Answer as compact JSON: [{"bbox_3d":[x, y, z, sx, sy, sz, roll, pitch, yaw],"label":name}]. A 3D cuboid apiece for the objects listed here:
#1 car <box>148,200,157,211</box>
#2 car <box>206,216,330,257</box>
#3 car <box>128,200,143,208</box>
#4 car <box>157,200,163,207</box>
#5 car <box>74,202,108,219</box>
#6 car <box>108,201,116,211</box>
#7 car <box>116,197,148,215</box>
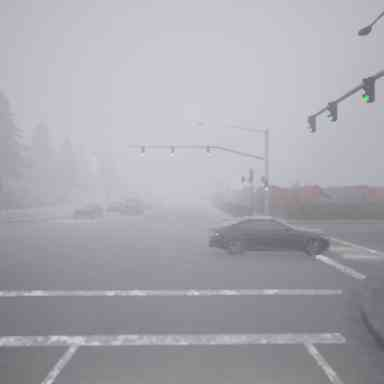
[{"bbox_3d":[-7.049,2.055,51.458,1.882,1.535,5.008,0,0,0],"label":"car"},{"bbox_3d":[2.909,1.688,13.027,4.674,1.442,1.812,0,0,1],"label":"car"},{"bbox_3d":[-10.495,2.221,61.945,1.812,1.442,4.674,0,0,1],"label":"car"},{"bbox_3d":[-6.949,2.309,68.043,2.033,1.411,5.357,0,-1,0],"label":"car"},{"bbox_3d":[-10.572,1.864,34.425,1.882,1.535,5.008,0,-1,0],"label":"car"},{"bbox_3d":[-10.560,1.997,46.194,1.882,1.535,5.008,0,0,0],"label":"car"},{"bbox_3d":[-7.071,1.666,39.577,2.150,2.045,5.566,0,-1,1],"label":"car"}]
